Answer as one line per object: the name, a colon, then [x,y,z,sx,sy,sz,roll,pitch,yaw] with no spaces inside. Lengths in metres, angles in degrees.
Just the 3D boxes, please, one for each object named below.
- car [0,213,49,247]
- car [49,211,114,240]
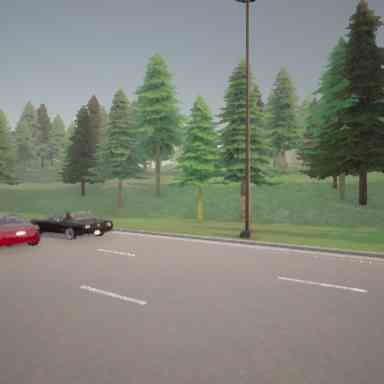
car: [-8.269,1.570,14.066,4.181,1.385,1.994,0,0,36]
car: [-6.261,1.614,16.933,4.718,1.301,1.895,0,0,36]
